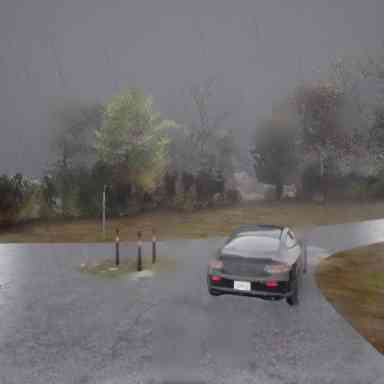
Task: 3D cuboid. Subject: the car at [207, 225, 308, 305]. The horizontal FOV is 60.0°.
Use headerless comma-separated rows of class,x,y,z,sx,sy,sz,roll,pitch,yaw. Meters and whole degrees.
car,1.762,1.524,8.138,1.812,1.442,4.674,0,0,22
